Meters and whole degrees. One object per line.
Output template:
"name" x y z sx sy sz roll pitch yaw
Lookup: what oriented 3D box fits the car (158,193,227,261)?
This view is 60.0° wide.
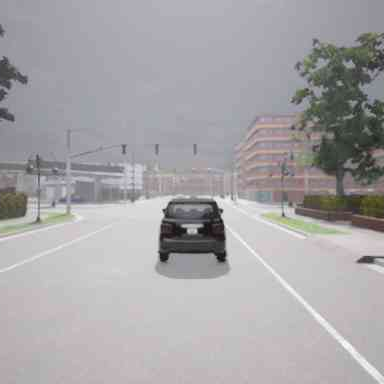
"car" 0.035 1.217 12.341 2.150 2.045 5.566 0 0 1

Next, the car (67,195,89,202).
"car" -23.999 1.420 70.170 3.806 1.475 1.970 0 0 1

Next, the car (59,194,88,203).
"car" -23.284 1.262 64.419 4.611 1.667 2.242 0 0 1

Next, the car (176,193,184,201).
"car" -3.204 1.179 88.744 2.150 2.045 5.566 0 0 0

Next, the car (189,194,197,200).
"car" 0.250 1.322 94.518 2.128 1.511 4.902 0 0 0
